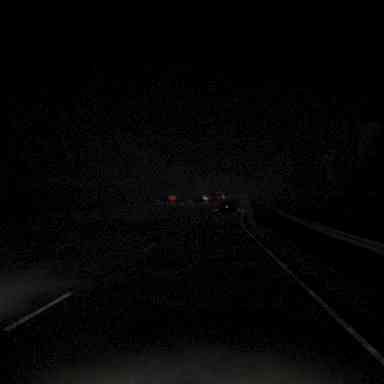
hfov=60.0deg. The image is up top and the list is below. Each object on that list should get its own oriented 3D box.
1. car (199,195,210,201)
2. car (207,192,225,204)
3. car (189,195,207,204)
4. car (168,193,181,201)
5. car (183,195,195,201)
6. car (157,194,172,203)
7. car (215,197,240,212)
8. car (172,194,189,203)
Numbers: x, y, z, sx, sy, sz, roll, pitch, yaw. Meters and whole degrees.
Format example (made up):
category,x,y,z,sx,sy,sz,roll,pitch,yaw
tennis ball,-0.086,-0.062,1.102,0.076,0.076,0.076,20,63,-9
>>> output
category,x,y,z,sx,sy,sz,roll,pitch,yaw
car,2.881,1.321,75.166,1.812,1.442,4.674,0,0,9
car,4.688,1.194,64.352,2.150,2.045,5.566,0,0,9
car,1.227,1.445,64.878,1.882,1.535,5.008,0,0,9
car,-4.035,1.144,76.247,2.097,1.767,4.553,0,0,9
car,-0.575,1.345,75.721,1.994,1.385,4.181,0,0,9
car,-5.684,1.463,65.989,1.837,1.490,4.892,0,0,9
car,4.053,1.549,37.662,1.994,1.385,4.181,0,0,9
car,-2.162,1.489,65.845,1.812,1.442,4.674,0,0,9
